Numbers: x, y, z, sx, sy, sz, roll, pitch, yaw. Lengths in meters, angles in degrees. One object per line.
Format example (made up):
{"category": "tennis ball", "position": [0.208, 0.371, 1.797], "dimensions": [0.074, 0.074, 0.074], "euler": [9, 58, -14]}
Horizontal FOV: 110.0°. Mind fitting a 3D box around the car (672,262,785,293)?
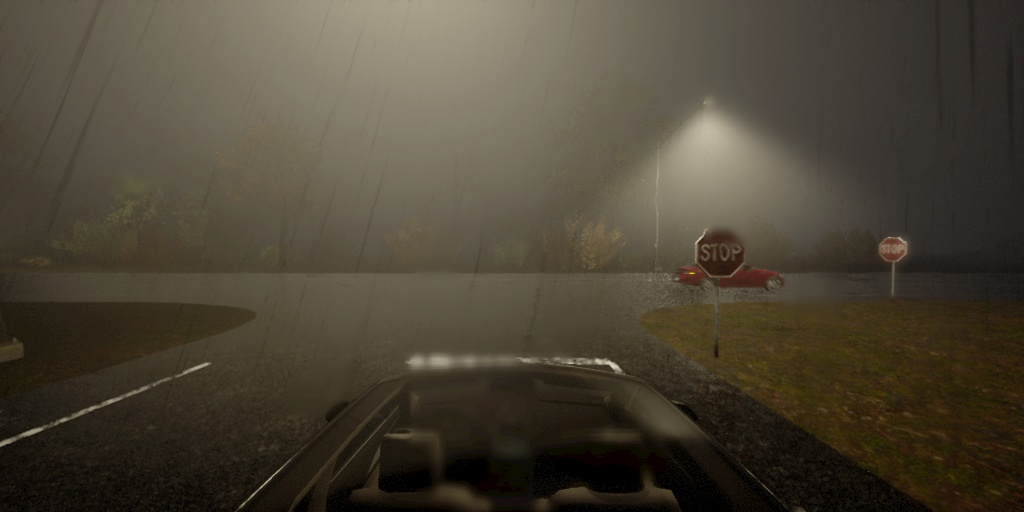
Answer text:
{"category": "car", "position": [9.800, 0.854, 16.395], "dimensions": [4.674, 1.442, 1.812], "euler": [0, 2, -1]}
